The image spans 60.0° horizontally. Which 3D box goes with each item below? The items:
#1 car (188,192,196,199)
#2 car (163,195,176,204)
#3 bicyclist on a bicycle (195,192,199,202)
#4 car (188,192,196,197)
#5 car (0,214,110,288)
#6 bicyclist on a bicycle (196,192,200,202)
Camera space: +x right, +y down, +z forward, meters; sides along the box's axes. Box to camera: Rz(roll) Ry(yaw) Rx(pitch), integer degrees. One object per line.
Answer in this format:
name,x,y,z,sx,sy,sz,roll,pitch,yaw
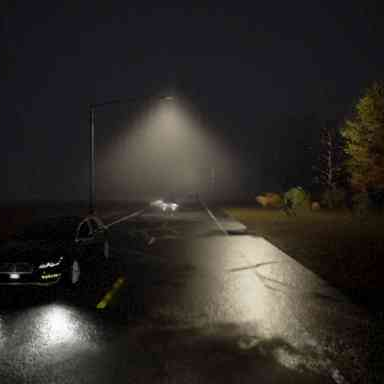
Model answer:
car,-0.013,1.006,78.919,1.895,1.301,4.718,0,0,0
car,-3.573,1.212,53.398,1.895,1.301,4.718,0,0,0
bicyclist on a bicycle,0.952,0.909,63.425,0.659,1.776,1.843,0,1,0
car,-0.015,0.662,93.227,2.128,1.511,4.902,0,0,0
car,-3.603,1.437,9.179,1.837,1.490,4.892,0,0,0
bicyclist on a bicycle,0.953,0.974,54.425,0.659,1.776,1.843,0,1,0
